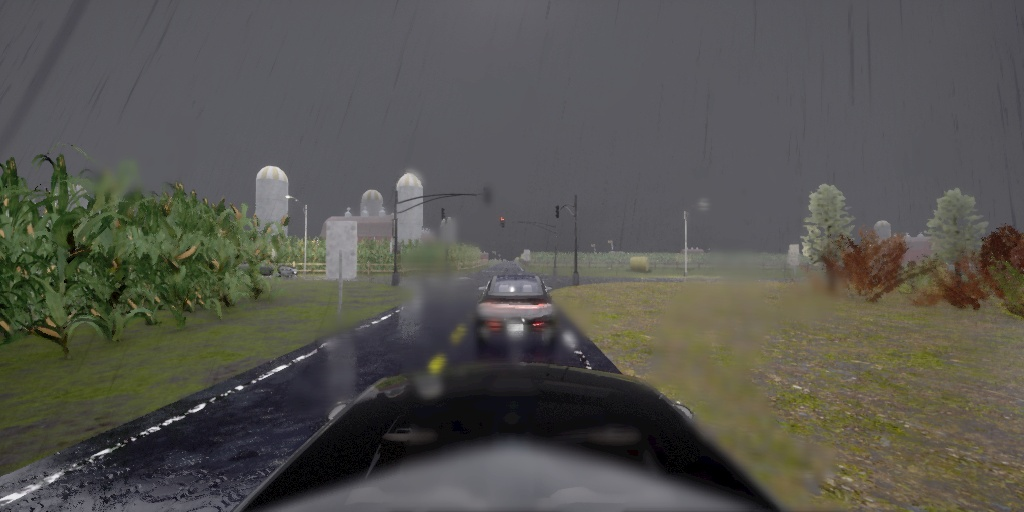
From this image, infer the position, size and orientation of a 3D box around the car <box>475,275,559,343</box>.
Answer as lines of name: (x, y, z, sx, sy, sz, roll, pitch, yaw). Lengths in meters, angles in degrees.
car: (0.103, 1.245, 9.645, 2.128, 1.511, 4.902, 0, 0, 0)

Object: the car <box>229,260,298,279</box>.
car: (-19.934, 1.059, 28.805, 4.902, 1.511, 2.128, 0, -1, -4)

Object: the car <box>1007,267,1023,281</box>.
car: (48.674, 1.720, 33.485, 4.674, 1.442, 1.812, 1, -1, -5)
